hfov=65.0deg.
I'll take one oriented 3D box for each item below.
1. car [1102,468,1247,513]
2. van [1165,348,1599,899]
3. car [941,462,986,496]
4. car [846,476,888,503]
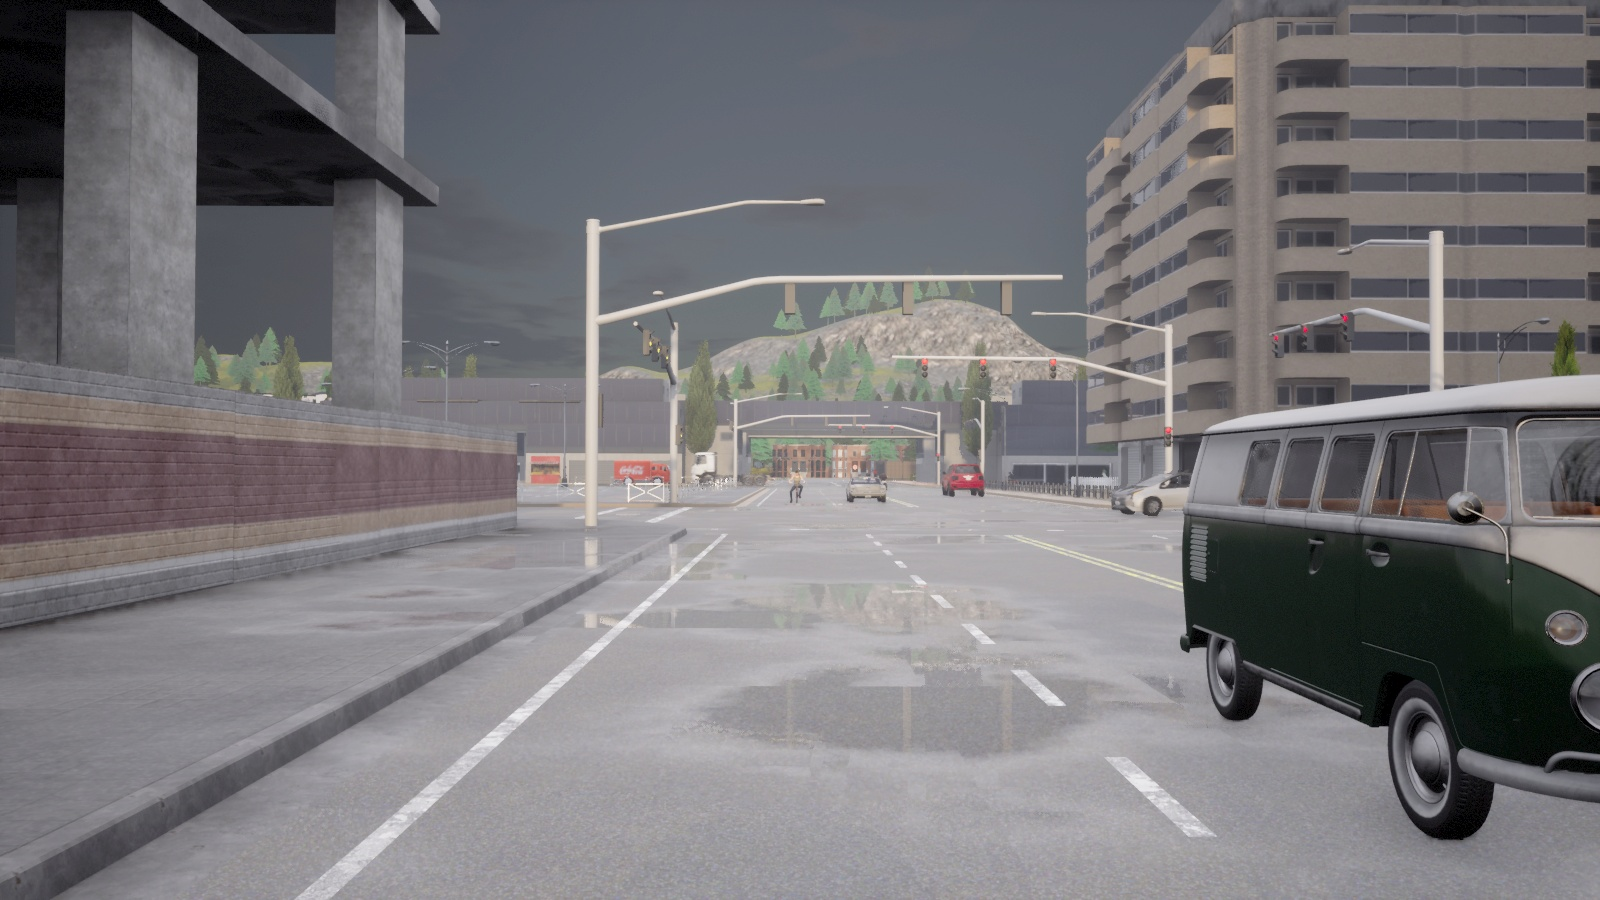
[{"bbox_3d":[13.257,1.421,44.516,4.514,1.525,2.007,0,-1,-14],"label":"car"},{"bbox_3d":[3.485,0.665,6.680,1.775,1.987,4.442,0,-1,0],"label":"van"},{"bbox_3d":[10.325,1.827,79.663,2.150,2.045,5.566,0,-1,0],"label":"car"},{"bbox_3d":[3.361,1.973,63.964,1.895,1.301,4.718,0,-1,0],"label":"car"}]
